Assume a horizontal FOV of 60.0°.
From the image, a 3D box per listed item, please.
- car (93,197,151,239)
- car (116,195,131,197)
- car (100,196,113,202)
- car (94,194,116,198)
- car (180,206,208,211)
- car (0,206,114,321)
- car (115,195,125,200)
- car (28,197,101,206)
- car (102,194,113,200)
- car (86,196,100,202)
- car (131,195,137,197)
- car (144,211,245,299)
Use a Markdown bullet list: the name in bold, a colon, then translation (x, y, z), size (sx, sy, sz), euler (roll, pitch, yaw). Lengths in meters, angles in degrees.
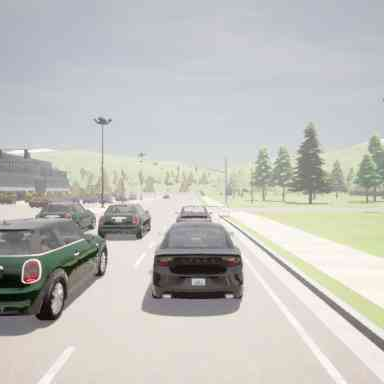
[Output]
- **car**: translation (-3.411, 1.352, 17.573), size (2.097, 1.767, 4.553), euler (0, 0, 0)
- **car**: translation (-16.144, 1.552, 76.624), size (1.994, 1.385, 4.181), euler (0, 0, 0)
- **car**: translation (-19.645, 1.552, 76.430), size (1.994, 1.385, 4.181), euler (0, 0, 0)
- **car**: translation (-16.202, 1.505, 62.177), size (1.837, 1.490, 4.892), euler (0, 0, 0)
- **car**: translation (0.100, 1.491, 17.917), size (2.128, 1.511, 4.902), euler (0, 0, 0)
- **car**: translation (-3.387, 1.352, 7.450), size (2.097, 1.767, 4.553), euler (0, 0, 0)
- **car**: translation (-19.619, 1.500, 90.605), size (1.837, 1.490, 4.892), euler (0, 0, 0)
- **car**: translation (-6.915, 1.352, 18.553), size (2.097, 1.767, 4.553), euler (0, 0, 0)
- **car**: translation (-23.118, 1.354, 91.195), size (2.097, 1.767, 4.553), euler (0, 0, 0)
- **car**: translation (-23.143, 1.552, 77.569), size (1.994, 1.385, 4.181), euler (0, 0, 0)
- **car**: translation (-16.119, 1.524, 90.882), size (1.812, 1.442, 4.674), euler (0, 0, 0)
- **car**: translation (0.114, 1.478, 8.499), size (1.882, 1.535, 5.008), euler (0, 0, 0)
